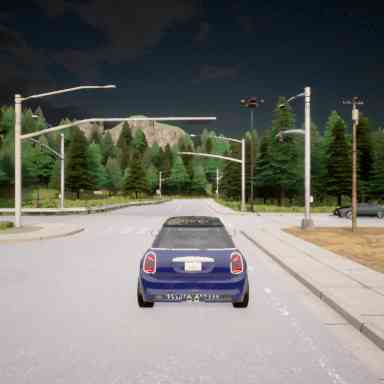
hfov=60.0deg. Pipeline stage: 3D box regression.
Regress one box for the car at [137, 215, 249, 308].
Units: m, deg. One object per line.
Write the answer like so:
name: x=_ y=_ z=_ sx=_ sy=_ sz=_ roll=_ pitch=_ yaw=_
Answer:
car: x=0.037 y=1.348 z=8.090 sx=2.097 sy=1.767 sz=4.553 roll=0 pitch=0 yaw=0

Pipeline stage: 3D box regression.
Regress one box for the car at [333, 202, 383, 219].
car: x=14.499 y=1.591 z=28.718 sx=4.181 sy=1.385 sz=1.994 roll=0 pitch=0 yaw=1
